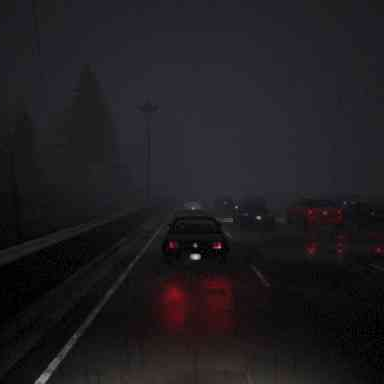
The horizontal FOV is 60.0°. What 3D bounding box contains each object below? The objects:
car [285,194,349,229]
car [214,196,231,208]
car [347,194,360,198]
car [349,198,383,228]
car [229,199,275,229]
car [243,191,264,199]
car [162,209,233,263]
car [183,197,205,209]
[{"bbox_3d":[7.100,1.121,19.860,2.097,1.767,4.553,0,1,0],"label":"car"},{"bbox_3d":[3.600,1.118,38.210,1.994,1.385,4.181,0,1,0],"label":"car"},{"bbox_3d":[14.099,0.992,31.002,2.097,1.767,4.553,0,1,0],"label":"car"},{"bbox_3d":[10.599,1.291,20.126,1.812,1.442,4.674,0,1,0],"label":"car"},{"bbox_3d":[3.600,1.331,19.924,1.994,1.385,4.181,0,1,0],"label":"car"},{"bbox_3d":[7.101,1.037,37.786,1.882,1.535,5.008,0,1,0],"label":"car"},{"bbox_3d":[0.099,1.467,11.371,1.895,1.301,4.718,0,1,0],"label":"car"},{"bbox_3d":[0.101,1.165,30.823,1.812,1.442,4.674,0,1,0],"label":"car"}]
